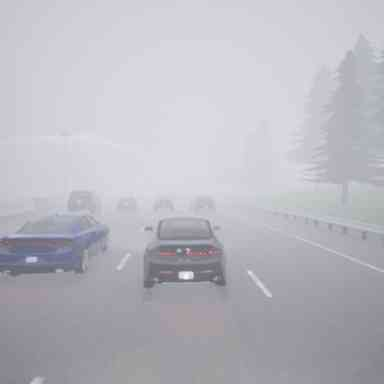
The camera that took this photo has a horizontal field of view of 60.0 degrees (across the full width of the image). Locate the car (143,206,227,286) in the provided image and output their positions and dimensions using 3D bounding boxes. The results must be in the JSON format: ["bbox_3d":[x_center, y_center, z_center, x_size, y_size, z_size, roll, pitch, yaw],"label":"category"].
[{"bbox_3d":[-0.238,1.368,8.993,1.837,1.490,4.892,0,1,-3],"label":"car"}]

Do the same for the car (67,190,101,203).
[{"bbox_3d":[-9.328,0.837,29.052,2.150,2.045,5.566,0,1,-8],"label":"car"}]

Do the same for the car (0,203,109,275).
[{"bbox_3d":[-3.804,1.346,10.060,1.882,1.535,5.008,0,1,-3],"label":"car"}]

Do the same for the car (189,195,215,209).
[{"bbox_3d":[0.917,1.023,31.373,1.837,1.490,4.892,0,1,-9],"label":"car"}]

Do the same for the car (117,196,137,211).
[{"bbox_3d":[-6.521,1.093,33.533,1.994,1.385,4.181,0,1,-9],"label":"car"}]

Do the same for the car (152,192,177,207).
[{"bbox_3d":[-2.899,1.038,33.103,1.812,1.442,4.674,0,1,-9],"label":"car"}]
